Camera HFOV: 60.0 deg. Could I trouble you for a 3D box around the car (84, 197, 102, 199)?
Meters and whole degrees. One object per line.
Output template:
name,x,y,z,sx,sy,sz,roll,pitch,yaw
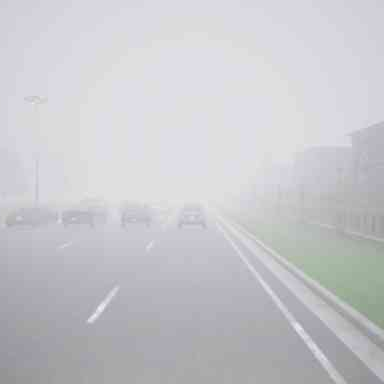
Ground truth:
car,-10.450,1.314,35.676,2.097,1.767,4.553,0,0,1

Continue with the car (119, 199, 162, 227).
car,-3.484,1.468,22.269,2.128,1.511,4.902,0,0,0

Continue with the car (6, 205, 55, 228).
car,-10.489,1.541,22.207,1.994,1.385,4.181,0,0,0

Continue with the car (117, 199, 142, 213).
car,-6.938,1.525,37.545,1.994,1.385,4.181,0,0,0

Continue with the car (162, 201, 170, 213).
car,-3.448,1.562,36.225,1.895,1.301,4.718,0,0,1

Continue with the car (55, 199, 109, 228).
car,-6.985,1.454,22.188,1.882,1.535,5.008,0,0,0

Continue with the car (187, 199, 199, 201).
car,0.064,1.485,37.926,1.812,1.442,4.674,0,0,0

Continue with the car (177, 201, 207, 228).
car,0.010,1.524,21.694,2.033,1.411,5.357,0,0,0
